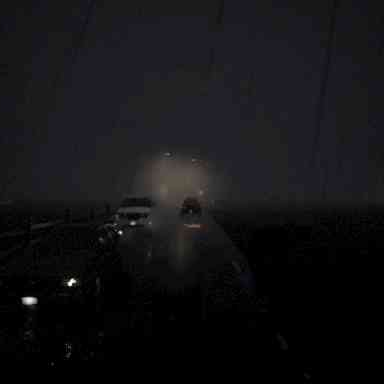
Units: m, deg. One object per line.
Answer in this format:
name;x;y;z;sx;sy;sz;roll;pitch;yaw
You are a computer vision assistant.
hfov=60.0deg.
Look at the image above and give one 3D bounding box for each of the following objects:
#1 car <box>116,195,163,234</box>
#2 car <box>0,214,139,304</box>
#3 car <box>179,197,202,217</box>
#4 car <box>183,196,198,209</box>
car;-2.935;1.190;19.278;2.150;2.045;5.566;0;0;0
car;-2.890;1.535;8.549;2.033;1.411;5.357;0;0;0
car;-0.085;1.468;30.947;1.812;1.442;4.674;0;0;0
car;-0.163;1.388;45.185;1.882;1.535;5.008;0;0;0
